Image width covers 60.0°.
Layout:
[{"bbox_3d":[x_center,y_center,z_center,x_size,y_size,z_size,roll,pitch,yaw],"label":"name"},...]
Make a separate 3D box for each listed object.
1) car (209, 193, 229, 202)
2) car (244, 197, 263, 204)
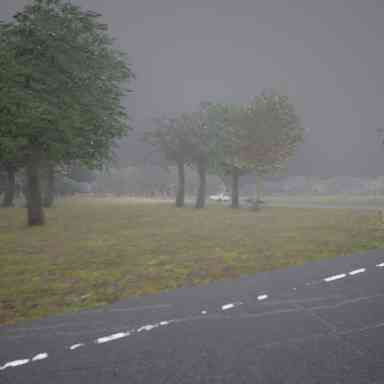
[{"bbox_3d":[6.343,1.235,77.782,2.150,2.045,5.566,1,0,-34],"label":"car"},{"bbox_3d":[12.601,1.707,68.380,1.994,1.385,4.181,1,-1,-34],"label":"car"}]
